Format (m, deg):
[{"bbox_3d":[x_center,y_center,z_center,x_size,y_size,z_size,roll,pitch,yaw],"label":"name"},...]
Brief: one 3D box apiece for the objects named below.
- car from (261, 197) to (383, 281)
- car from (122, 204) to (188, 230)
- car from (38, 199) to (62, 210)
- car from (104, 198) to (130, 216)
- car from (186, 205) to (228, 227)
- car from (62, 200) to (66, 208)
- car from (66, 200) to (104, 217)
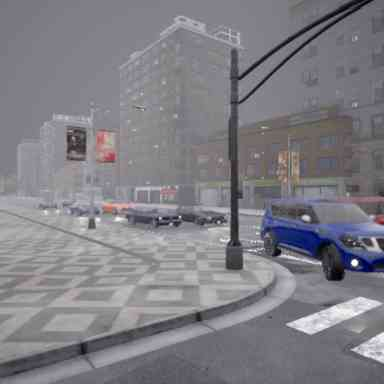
[{"bbox_3d":[4.103,1.238,10.413,2.150,2.045,5.566,0,-1,-13],"label":"car"},{"bbox_3d":[-2.594,1.671,22.132,1.895,1.301,4.718,0,0,-37],"label":"car"},{"bbox_3d":[-20.122,1.722,46.371,1.837,1.490,4.892,0,0,-36],"label":"car"},{"bbox_3d":[-7.711,1.468,34.692,2.097,1.767,4.553,0,0,-36],"label":"car"},{"bbox_3d":[0.192,1.616,23.826,2.033,1.411,5.357,0,0,-36],"label":"car"},{"bbox_3d":[-17.449,1.758,48.220,1.895,1.301,4.718,0,0,-36],"label":"car"},{"bbox_3d":[-10.854,1.644,33.482,1.812,1.442,4.674,0,0,-36],"label":"car"}]
